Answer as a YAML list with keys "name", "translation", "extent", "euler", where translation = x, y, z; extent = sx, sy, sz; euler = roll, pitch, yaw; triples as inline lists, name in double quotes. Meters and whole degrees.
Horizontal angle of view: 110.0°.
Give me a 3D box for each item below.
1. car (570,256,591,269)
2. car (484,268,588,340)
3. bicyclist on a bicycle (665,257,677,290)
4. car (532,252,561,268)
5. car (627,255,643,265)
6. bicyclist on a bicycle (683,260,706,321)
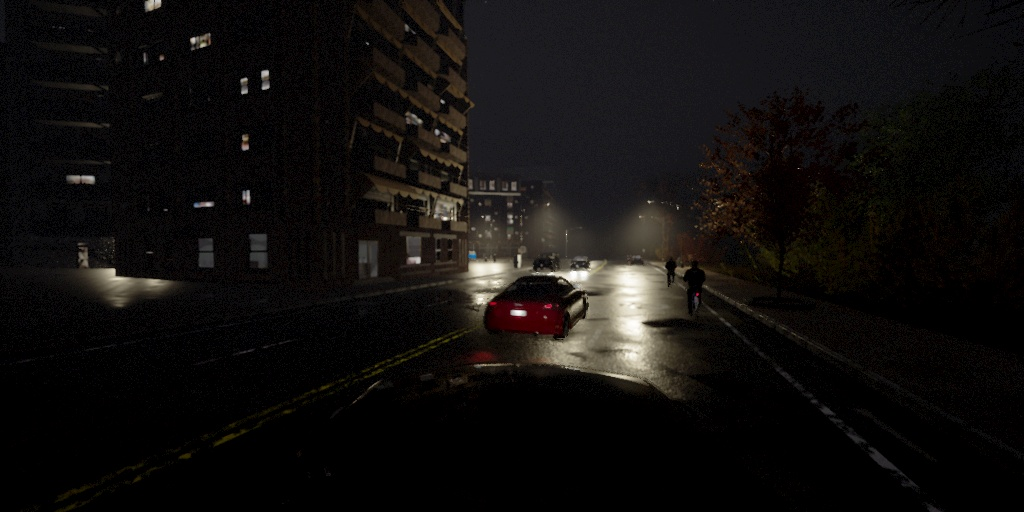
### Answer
- name: "car"
  translation: [7.702, 0.811, 40.244]
  extent: [2.128, 1.511, 4.902]
  euler: [0, 1, 18]
- name: "car"
  translation: [0.847, 1.224, 9.886]
  extent: [1.994, 1.385, 4.181]
  euler: [0, 1, 20]
- name: "bicyclist on a bicycle"
  translation: [8.636, 0.909, 19.523]
  extent: [0.659, 1.776, 1.843]
  euler: [0, 1, 19]
- name: "car"
  translation: [3.846, 0.567, 38.873]
  extent: [2.150, 2.045, 5.566]
  euler: [0, 0, 18]
- name: "car"
  translation: [19.887, 0.643, 57.236]
  extent: [2.033, 1.411, 5.357]
  euler: [0, 1, 16]
- name: "bicyclist on a bicycle"
  translation: [5.568, 1.008, 10.983]
  extent: [0.659, 1.776, 1.843]
  euler: [0, 1, 20]
